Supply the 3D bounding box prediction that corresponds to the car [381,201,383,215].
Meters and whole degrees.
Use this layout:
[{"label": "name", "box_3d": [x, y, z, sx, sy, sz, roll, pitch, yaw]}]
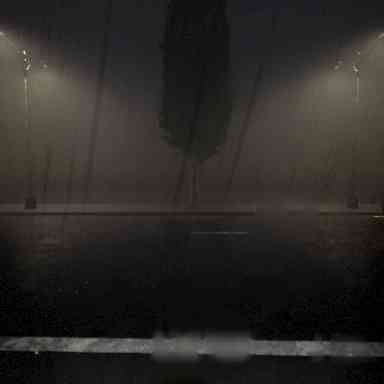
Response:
[{"label": "car", "box_3d": [10.504, 0.596, 13.744, 4.892, 1.490, 1.837, 0, 5, 0]}]
